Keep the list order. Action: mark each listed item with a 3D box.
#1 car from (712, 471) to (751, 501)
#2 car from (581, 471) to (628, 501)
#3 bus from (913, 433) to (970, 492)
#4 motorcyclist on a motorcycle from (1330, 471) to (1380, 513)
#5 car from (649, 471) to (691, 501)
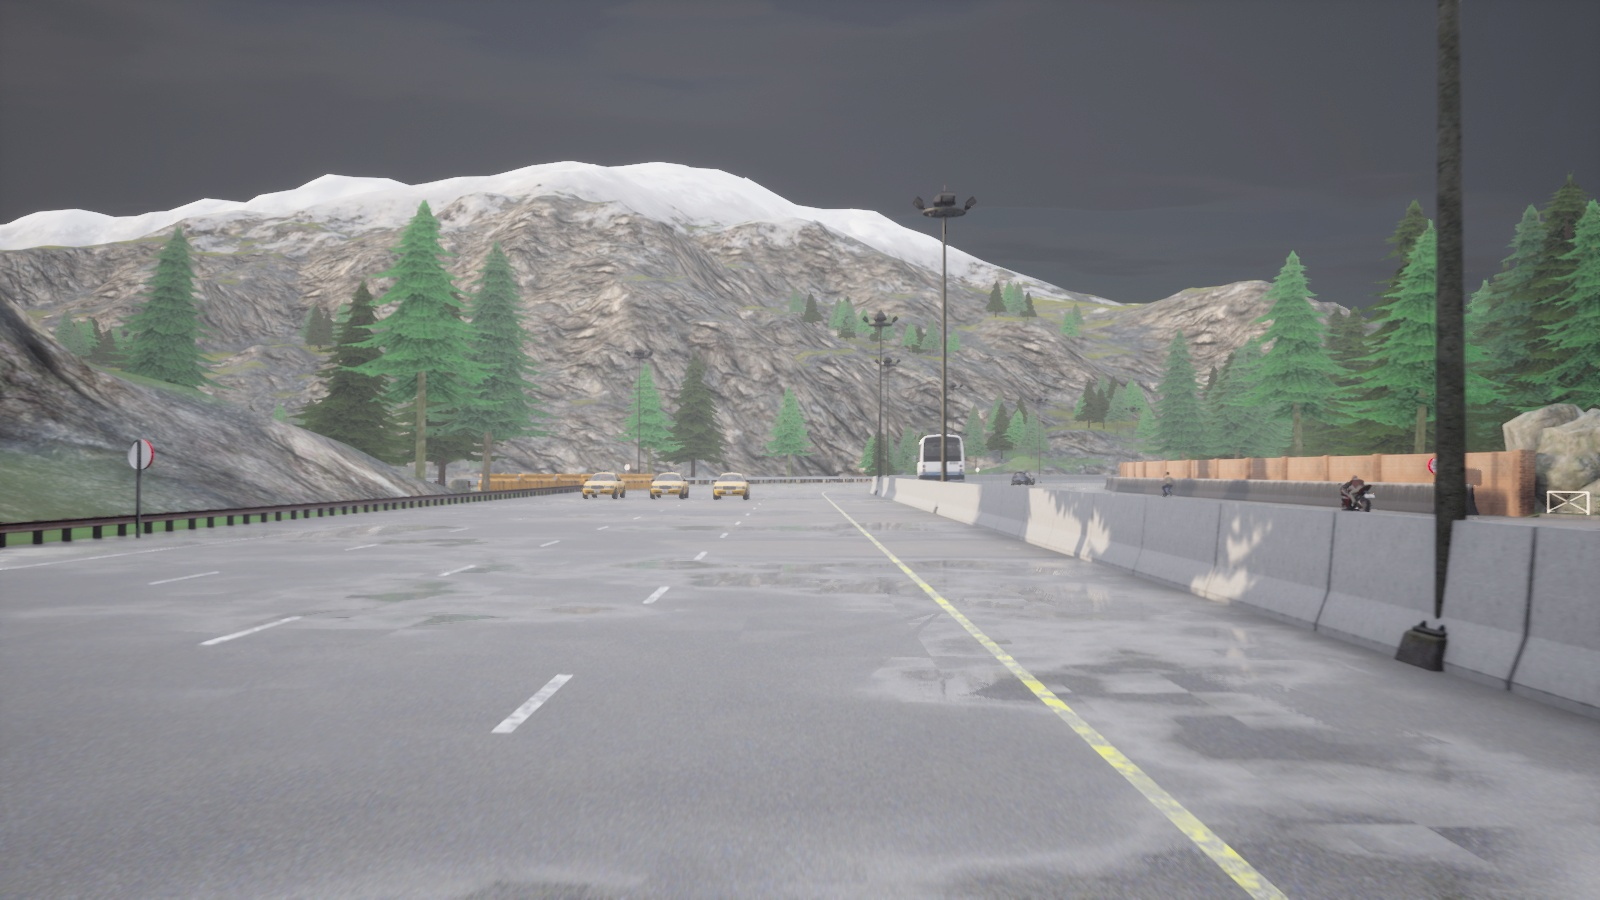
[{"bbox_3d":[-3.665,1.906,67.960,1.801,1.575,5.366,0,-1,0],"label":"car"},{"bbox_3d":[-10.667,1.949,68.850,1.801,1.575,5.366,0,-1,0],"label":"car"},{"bbox_3d":[10.836,1.023,97.288,3.944,4.253,10.273,-1,-1,4],"label":"bus"},{"bbox_3d":[20.787,1.555,47.108,0.866,1.530,2.191,0,-1,-1],"label":"motorcyclist on a motorcycle"},{"bbox_3d":[-7.169,1.948,69.611,1.801,1.575,5.366,0,-1,0],"label":"car"}]
